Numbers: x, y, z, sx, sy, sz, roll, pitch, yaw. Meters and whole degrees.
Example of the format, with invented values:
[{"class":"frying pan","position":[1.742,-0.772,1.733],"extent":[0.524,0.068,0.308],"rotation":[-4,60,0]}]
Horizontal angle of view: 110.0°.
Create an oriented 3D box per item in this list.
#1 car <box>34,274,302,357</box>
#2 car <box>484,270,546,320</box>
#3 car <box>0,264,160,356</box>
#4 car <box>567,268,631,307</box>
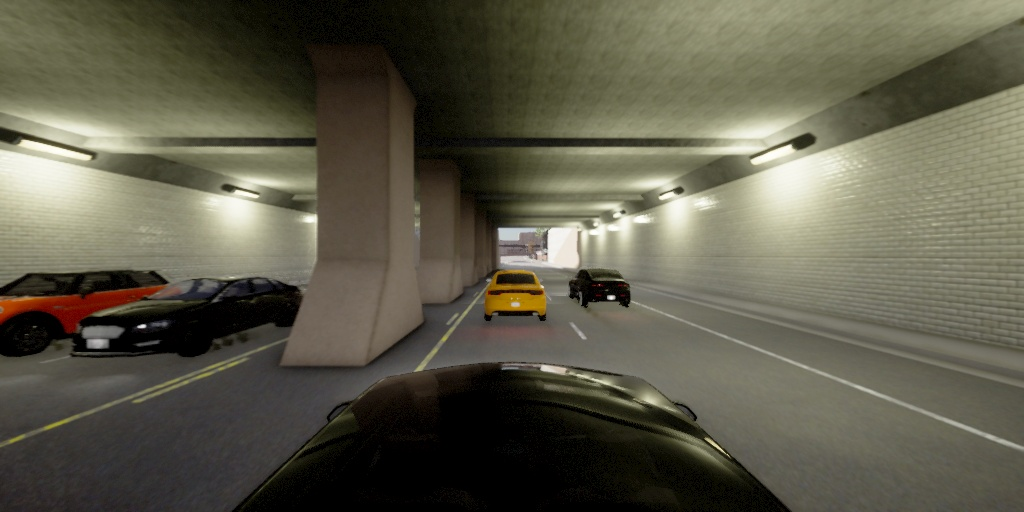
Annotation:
[{"class":"car","position":[-7.100,1.242,8.600],"extent":[2.128,1.511,4.902],"rotation":[0,0,0]},{"class":"car","position":[0.100,1.229,12.674],"extent":[1.882,1.535,5.008],"rotation":[0,0,0]},{"class":"car","position":[-10.601,1.103,8.542],"extent":[2.097,1.767,4.553],"rotation":[0,0,0]},{"class":"car","position":[3.600,1.256,15.416],"extent":[1.837,1.490,4.892],"rotation":[0,0,0]}]
